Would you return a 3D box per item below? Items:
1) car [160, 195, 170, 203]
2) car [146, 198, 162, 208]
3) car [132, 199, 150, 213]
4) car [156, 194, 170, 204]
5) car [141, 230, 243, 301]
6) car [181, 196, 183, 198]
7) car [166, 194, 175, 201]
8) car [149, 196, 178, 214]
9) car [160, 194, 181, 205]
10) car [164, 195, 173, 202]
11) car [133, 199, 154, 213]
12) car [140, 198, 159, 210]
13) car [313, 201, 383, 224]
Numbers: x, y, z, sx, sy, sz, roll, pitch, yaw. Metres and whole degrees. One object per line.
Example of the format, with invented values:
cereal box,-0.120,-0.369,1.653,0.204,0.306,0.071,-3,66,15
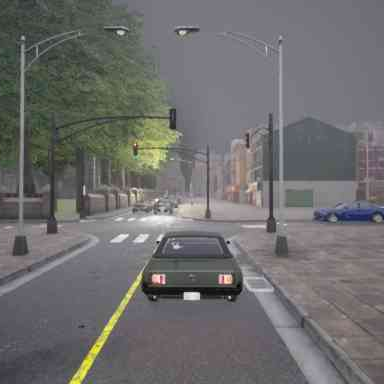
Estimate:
car,-5.762,1.564,71.266,1.967,1.590,4.097,1,0,0
car,-5.587,1.621,49.466,1.947,1.339,4.313,1,0,0
car,-5.512,1.583,36.880,2.008,1.369,4.403,1,0,0
car,-5.715,1.418,65.816,2.192,1.841,5.009,1,0,0
car,0.027,1.604,8.256,1.895,1.301,4.718,0,0,1
car,-3.125,1.657,62.830,1.994,1.385,4.181,0,0,0
car,-5.937,1.549,93.068,2.192,1.841,5.009,1,0,0
car,-2.947,1.521,35.354,2.128,1.511,4.902,0,0,0
car,-3.037,1.402,46.935,2.097,1.767,4.553,0,0,0
car,-5.850,1.614,82.166,1.967,1.590,4.097,1,0,0
car,-5.552,1.560,38.854,1.752,1.417,4.829,1,0,0
car,-5.543,1.595,44.016,2.008,1.369,4.403,1,0,0
car,11.171,1.426,23.545,5.008,1.535,1.882,-1,-1,0
